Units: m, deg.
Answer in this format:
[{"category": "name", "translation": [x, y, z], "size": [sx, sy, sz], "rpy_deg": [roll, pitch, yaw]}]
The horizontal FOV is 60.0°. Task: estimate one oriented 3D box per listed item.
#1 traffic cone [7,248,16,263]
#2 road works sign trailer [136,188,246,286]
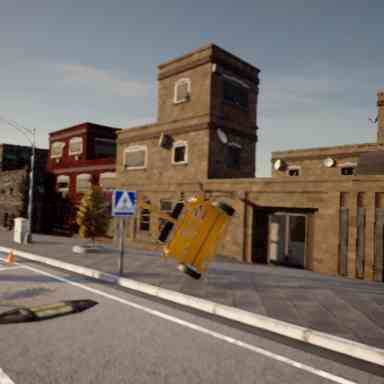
[{"category": "traffic cone", "translation": [-7.636, 2.665, 14.052], "size": [0.340, 0.580, 0.340], "rpy_deg": [-3, -5, 45]}, {"category": "road works sign trailer", "translation": [-0.543, 1.011, 10.807], "size": [2.880, 2.380, 3.560], "rpy_deg": [30, -8, -7]}]
